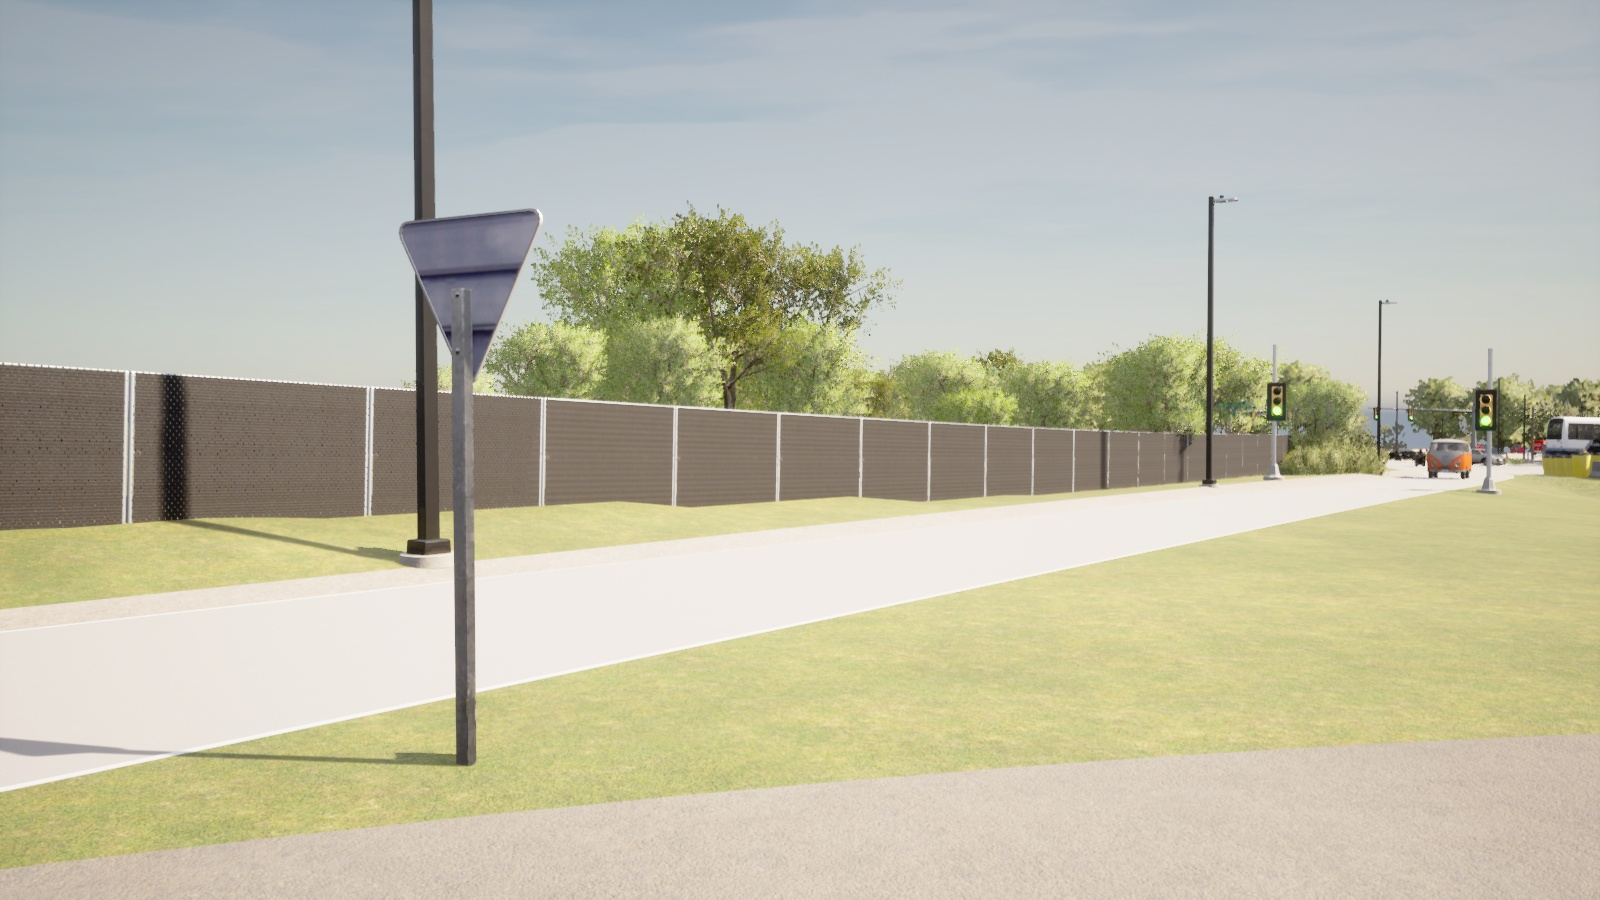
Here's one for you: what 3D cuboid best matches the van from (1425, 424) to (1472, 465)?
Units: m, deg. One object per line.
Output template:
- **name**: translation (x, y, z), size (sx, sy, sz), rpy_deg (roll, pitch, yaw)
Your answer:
- **van**: translation (32.730, -0.266, 63.309), size (1.775, 1.987, 4.442), rpy_deg (0, 0, 32)
